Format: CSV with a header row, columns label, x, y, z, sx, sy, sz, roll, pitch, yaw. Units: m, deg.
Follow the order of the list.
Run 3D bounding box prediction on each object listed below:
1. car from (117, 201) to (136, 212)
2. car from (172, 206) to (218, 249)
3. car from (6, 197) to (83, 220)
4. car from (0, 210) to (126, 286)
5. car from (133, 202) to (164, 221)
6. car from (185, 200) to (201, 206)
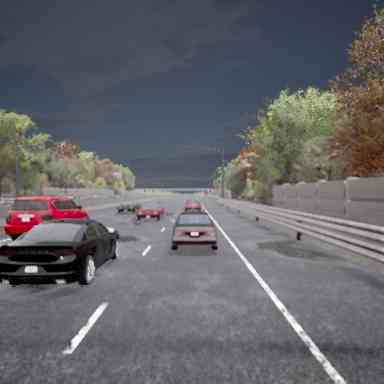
label,x,y,z,sx,sy,sz,roll,pitch,yaw
car,-6.903,1.665,36.987,1.895,1.301,4.718,0,0,0
car,0.099,1.567,14.572,2.033,1.411,5.357,0,0,0
car,-6.905,1.244,16.504,2.150,2.045,5.566,0,0,0
car,-3.400,1.489,9.505,1.882,1.535,5.008,0,0,0
car,-3.401,1.647,27.993,1.895,1.301,4.718,0,0,0
car,0.096,1.641,42.189,1.994,1.385,4.181,0,0,0
